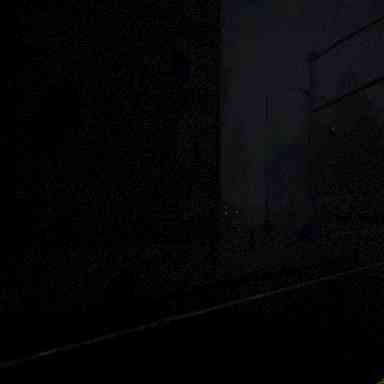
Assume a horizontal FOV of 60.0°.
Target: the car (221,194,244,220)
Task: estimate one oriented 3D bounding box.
[{"bbox_3d":[1.954,1.201,28.294,2.150,2.045,5.566,0,0,-35],"label":"car"}]
